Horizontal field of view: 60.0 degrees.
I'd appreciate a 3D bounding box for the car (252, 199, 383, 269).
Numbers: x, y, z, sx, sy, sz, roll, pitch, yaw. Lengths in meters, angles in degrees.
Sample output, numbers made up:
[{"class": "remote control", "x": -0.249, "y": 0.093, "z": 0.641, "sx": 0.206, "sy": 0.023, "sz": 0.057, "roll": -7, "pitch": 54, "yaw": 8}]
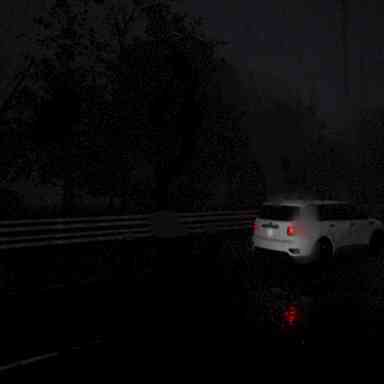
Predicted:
[{"class": "car", "x": 4.542, "y": 1.269, "z": 11.608, "sx": 5.566, "sy": 2.045, "sz": 2.150, "roll": 0, "pitch": 0, "yaw": -36}]
